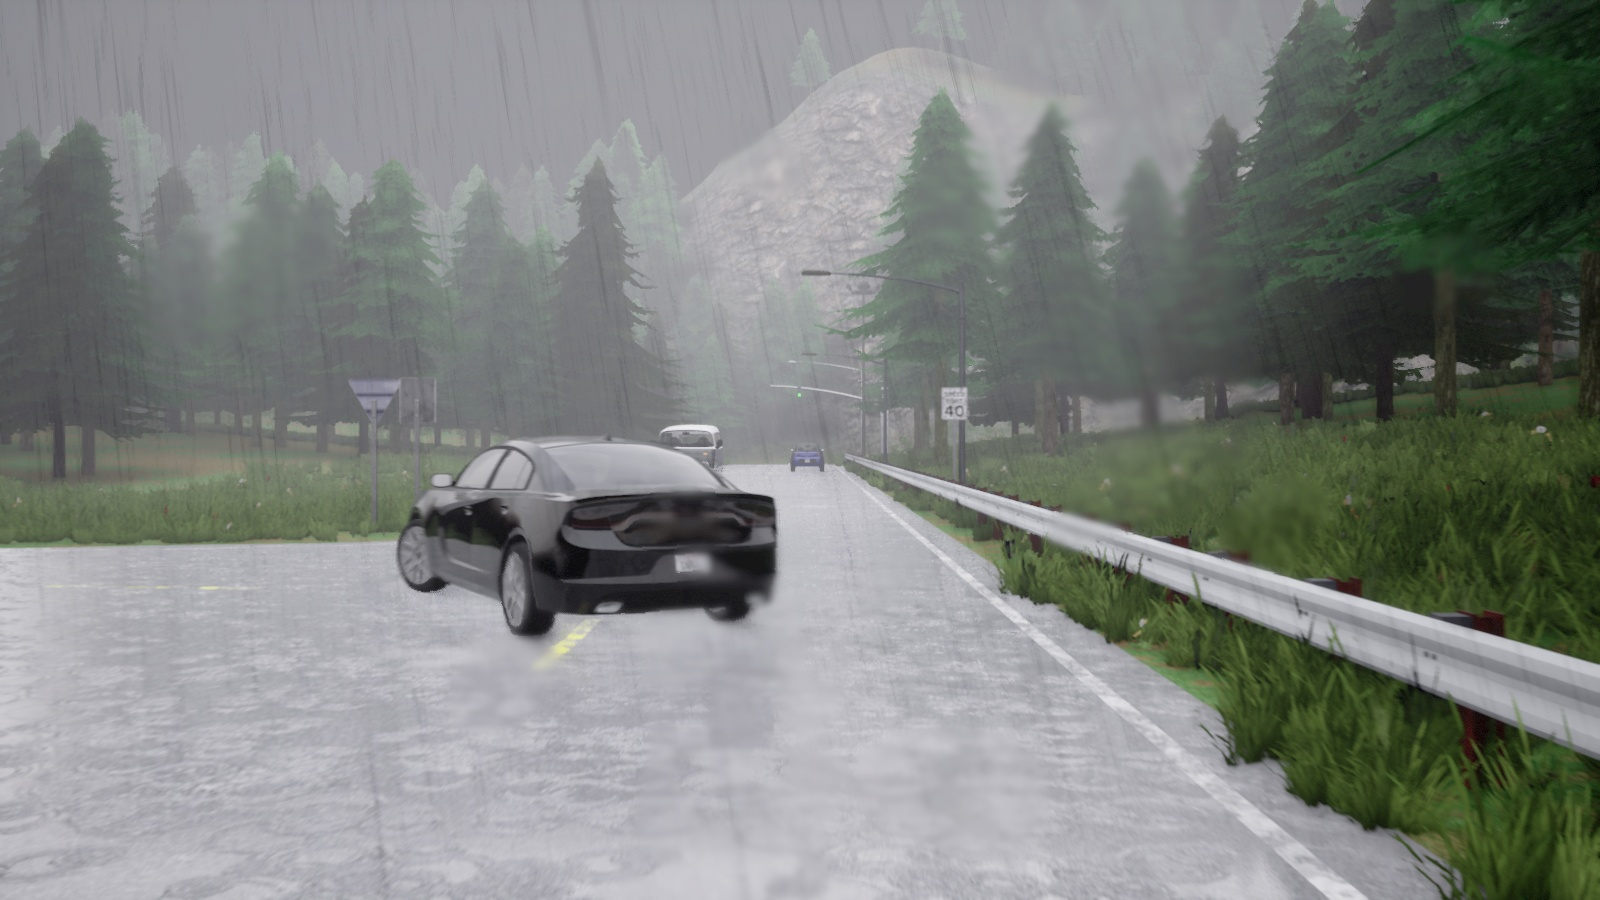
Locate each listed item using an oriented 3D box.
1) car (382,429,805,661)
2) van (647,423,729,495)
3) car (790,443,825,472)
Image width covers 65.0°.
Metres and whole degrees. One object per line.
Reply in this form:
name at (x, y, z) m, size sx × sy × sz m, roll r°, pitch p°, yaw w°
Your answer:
car at (-2.078, 0.607, 10.942) m, size 1.882 × 1.535 × 5.008 m, roll 1°, pitch 0°, yaw -31°
van at (-3.275, 0.229, 37.648) m, size 2.069 × 2.038 × 4.480 m, roll 0°, pitch 1°, yaw 0°
car at (0.389, 0.350, 65.736) m, size 1.816 × 1.474 × 4.193 m, roll 0°, pitch 0°, yaw 0°
